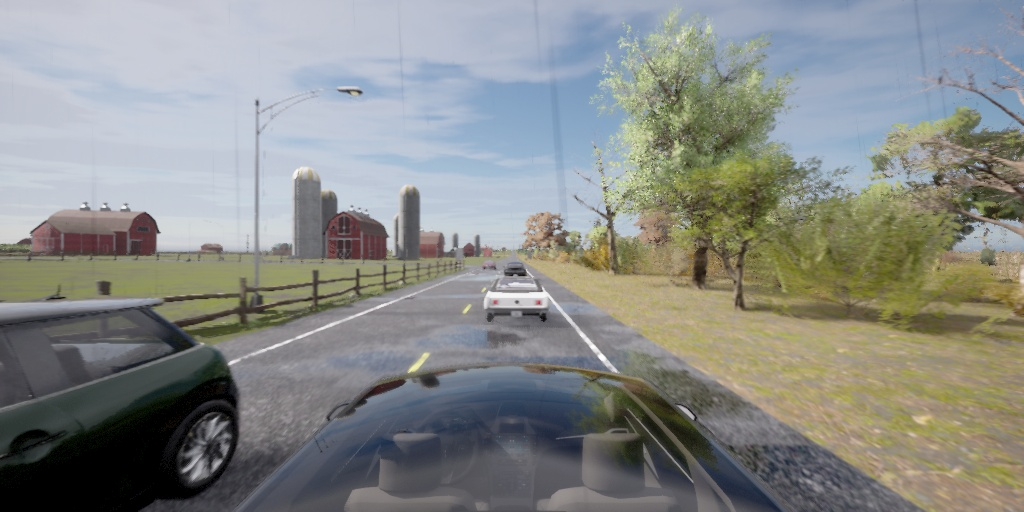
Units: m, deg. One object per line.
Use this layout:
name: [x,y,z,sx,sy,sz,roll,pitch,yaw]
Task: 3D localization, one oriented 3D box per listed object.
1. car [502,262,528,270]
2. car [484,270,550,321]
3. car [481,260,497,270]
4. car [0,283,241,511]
car: [0.259,1.254,30.281,1.837,1.490,4.892,0,0,0]
car: [0.155,1.351,12.424,1.895,1.301,4.718,0,0,0]
car: [-3.230,1.270,51.382,1.812,1.442,4.674,0,0,1]
car: [-3.609,1.098,1.428,2.097,1.767,4.553,0,0,0]
